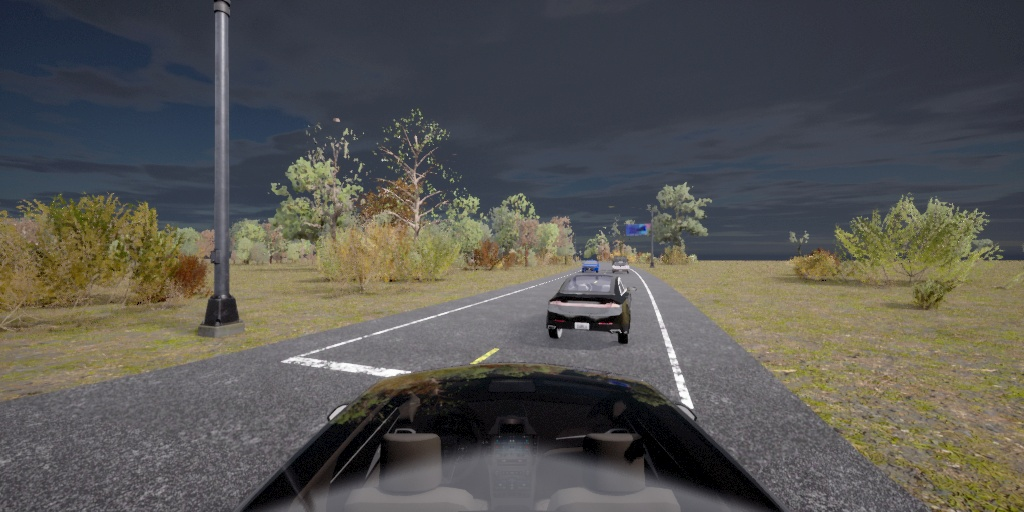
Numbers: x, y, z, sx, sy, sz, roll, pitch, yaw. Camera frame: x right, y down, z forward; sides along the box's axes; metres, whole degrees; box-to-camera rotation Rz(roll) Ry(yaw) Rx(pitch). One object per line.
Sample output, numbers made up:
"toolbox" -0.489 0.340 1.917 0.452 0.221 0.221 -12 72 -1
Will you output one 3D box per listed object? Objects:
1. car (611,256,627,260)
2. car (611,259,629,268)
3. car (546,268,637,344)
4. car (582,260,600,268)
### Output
"car" 15.084 1.002 50.100 2.150 2.045 5.566 0 0 16
"car" 12.903 1.365 42.472 1.895 1.301 4.718 0 0 18
"car" 2.263 1.242 9.741 2.128 1.511 4.902 0 0 20
"car" 9.776 1.244 44.305 1.882 1.535 5.008 0 0 16
